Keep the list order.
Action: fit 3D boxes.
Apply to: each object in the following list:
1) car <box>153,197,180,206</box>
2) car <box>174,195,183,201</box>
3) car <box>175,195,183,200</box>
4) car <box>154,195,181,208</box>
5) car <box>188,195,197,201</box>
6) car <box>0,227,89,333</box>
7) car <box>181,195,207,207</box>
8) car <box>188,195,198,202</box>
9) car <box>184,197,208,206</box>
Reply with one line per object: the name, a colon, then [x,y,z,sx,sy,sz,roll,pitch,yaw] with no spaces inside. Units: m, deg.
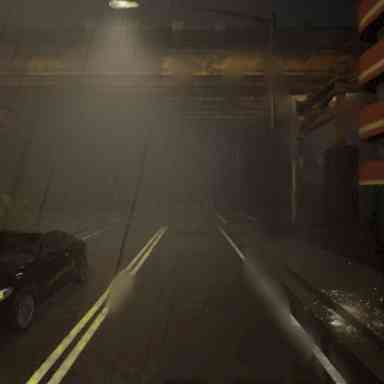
car: [-3.614,1.311,47.504,1.853,1.218,4.536,0,0,25]
car: [-3.268,1.480,82.268,2.038,1.542,4.974,0,0,0]
car: [-3.268,1.323,82.320,1.853,1.218,4.536,0,0,0]
car: [-3.635,1.469,47.457,2.038,1.542,4.974,0,0,25]
car: [0.161,1.320,73.797,1.853,1.218,4.536,0,0,0]
car: [-3.580,1.528,6.948,1.812,1.442,4.674,0,0,0]
car: [0.525,1.468,47.149,2.038,1.542,4.974,0,0,-20]
car: [0.162,1.477,73.745,2.038,1.542,4.974,0,0,0]
car: [0.507,1.311,47.197,1.853,1.218,4.536,0,0,-20]
